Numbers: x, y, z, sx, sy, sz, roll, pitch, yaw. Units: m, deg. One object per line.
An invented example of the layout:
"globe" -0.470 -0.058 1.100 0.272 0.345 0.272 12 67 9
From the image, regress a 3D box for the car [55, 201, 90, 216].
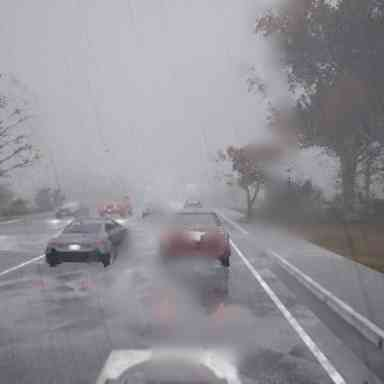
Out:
"car" -10.527 1.537 29.662 1.812 1.442 4.674 0 0 1

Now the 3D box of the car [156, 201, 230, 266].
"car" 0.103 1.356 11.775 2.097 1.767 4.553 0 0 0

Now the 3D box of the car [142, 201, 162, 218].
"car" -3.395 1.559 30.425 2.033 1.411 5.357 0 0 0

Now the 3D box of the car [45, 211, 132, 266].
"car" -3.398 1.568 11.633 1.994 1.385 4.181 0 0 0

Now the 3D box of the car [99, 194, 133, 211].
"car" -7.012 1.238 31.167 2.150 2.045 5.566 0 0 0
